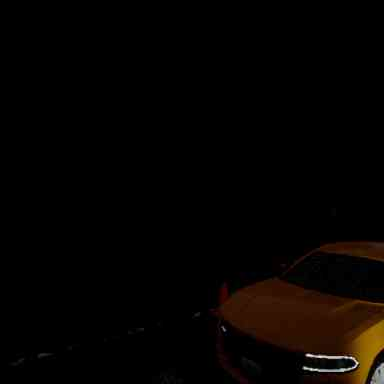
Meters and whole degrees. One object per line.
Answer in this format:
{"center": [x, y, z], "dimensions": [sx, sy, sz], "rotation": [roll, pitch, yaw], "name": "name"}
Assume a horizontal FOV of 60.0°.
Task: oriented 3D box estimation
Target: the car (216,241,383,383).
{"center": [2.555, 1.533, 4.962], "dimensions": [5.008, 1.535, 1.882], "rotation": [1, 0, -39], "name": "car"}

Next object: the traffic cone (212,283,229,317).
{"center": [0.614, 2.004, 6.243], "dimensions": [0.340, 0.580, 0.340], "rotation": [1, -1, -38], "name": "traffic cone"}
